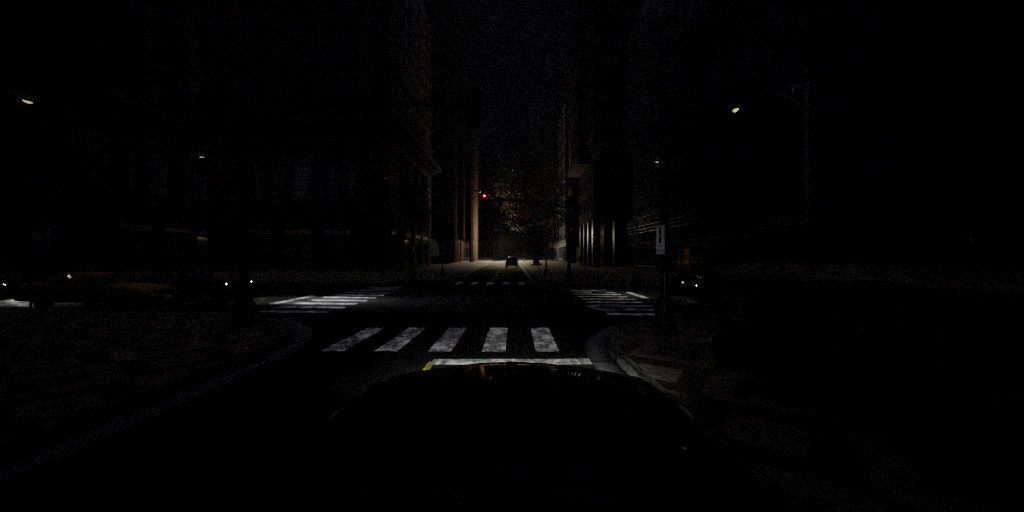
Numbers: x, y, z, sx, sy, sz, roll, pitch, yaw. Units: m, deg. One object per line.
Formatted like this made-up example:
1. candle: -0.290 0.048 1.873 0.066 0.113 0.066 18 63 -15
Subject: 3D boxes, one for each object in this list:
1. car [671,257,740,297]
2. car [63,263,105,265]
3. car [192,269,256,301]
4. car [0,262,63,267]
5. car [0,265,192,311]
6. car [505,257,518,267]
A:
1. car: 11.745 1.051 18.856 5.566 2.045 2.150 0 0 0
2. car: -26.358 1.065 21.645 4.313 1.339 1.948 0 0 0
3. car: -14.103 1.231 15.741 4.718 1.301 1.895 1 0 0
4. car: -23.846 1.076 15.774 5.357 1.411 2.033 1 0 0
5. car: -14.965 1.146 13.083 4.829 1.417 1.751 0 0 0
6. car: -0.044 0.997 58.405 1.837 1.490 4.892 0 0 0
